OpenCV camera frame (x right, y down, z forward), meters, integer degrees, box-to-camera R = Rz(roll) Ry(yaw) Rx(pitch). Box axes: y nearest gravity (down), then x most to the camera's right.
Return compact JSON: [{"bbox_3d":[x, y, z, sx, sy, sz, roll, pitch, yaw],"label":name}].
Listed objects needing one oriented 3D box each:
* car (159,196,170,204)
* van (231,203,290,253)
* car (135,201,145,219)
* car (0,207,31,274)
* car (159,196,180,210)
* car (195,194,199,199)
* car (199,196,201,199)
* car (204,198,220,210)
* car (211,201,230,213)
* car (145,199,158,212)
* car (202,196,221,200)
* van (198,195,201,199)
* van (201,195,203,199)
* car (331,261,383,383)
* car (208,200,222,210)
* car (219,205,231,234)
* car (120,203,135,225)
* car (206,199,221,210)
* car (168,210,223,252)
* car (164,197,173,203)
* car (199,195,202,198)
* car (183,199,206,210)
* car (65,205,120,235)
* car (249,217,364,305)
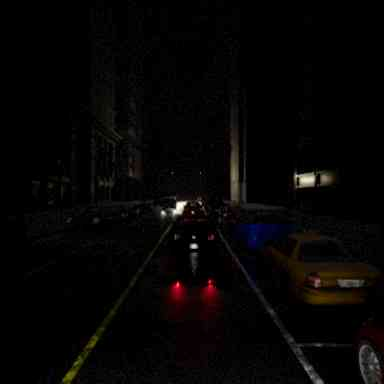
[{"bbox_3d":[-5.752,1.748,69.911,1.967,1.590,4.097,0,0,0],"label":"car"},{"bbox_3d":[2.768,1.394,13.552,1.690,1.788,3.998,0,0,0],"label":"van"},{"bbox_3d":[-5.757,1.706,30.456,1.802,1.307,4.206,0,0,0],"label":"car"},{"bbox_3d":[-5.757,1.346,7.913,2.192,1.841,5.009,0,0,0],"label":"car"},{"bbox_3d":[-3.082,1.700,46.181,1.837,1.490,4.892,0,0,0],"label":"car"},{"bbox_3d":[2.365,1.910,89.534,1.837,1.490,4.892,0,0,0],"label":"car"},{"bbox_3d":[2.772,1.804,58.644,2.008,1.369,4.403,0,0,0],"label":"car"},{"bbox_3d":[2.771,1.642,47.371,1.967,1.590,4.097,0,0,0],"label":"car"},{"bbox_3d":[2.768,1.651,24.824,2.008,1.369,4.403,0,0,0],"label":"car"},{"bbox_3d":[-5.755,1.758,41.729,1.802,1.307,4.206,0,0,0],"label":"car"},{"bbox_3d":[2.771,1.491,41.735,2.192,1.841,5.009,0,0,0],"label":"car"},{"bbox_3d":[2.774,1.649,69.917,1.690,1.788,3.998,0,0,0],"label":"van"},{"bbox_3d":[2.772,1.568,53.008,1.690,1.788,3.998,0,0,0],"label":"van"},{"bbox_3d":[2.766,1.591,2.277,1.802,1.307,4.206,0,0,0],"label":"car"},{"bbox_3d":[2.769,1.690,30.461,1.947,1.339,4.313,0,0,0],"label":"car"},{"bbox_3d":[2.767,1.658,19.187,1.802,1.307,4.206,0,0,0],"label":"car"},{"bbox_3d":[-5.757,1.682,24.819,1.802,1.307,4.206,0,0,0],"label":"car"},{"bbox_3d":[2.769,1.716,36.097,1.947,1.339,4.313,0,0,0],"label":"car"},{"bbox_3d":[0.083,1.656,14.150,1.895,1.301,4.718,0,0,0],"label":"car"},{"bbox_3d":[-5.751,1.930,81.182,1.947,1.339,4.313,0,0,0],"label":"car"},{"bbox_3d":[2.773,1.806,64.450,1.752,1.417,4.829,0,0,0],"label":"car"},{"bbox_3d":[0.092,1.657,31.915,1.812,1.442,4.674,0,0,0],"label":"car"},{"bbox_3d":[-5.757,1.516,19.184,1.967,1.590,4.097,0,0,0],"label":"car"},{"bbox_3d":[2.766,1.556,8.084,1.752,1.417,4.829,0,0,0],"label":"car"}]
